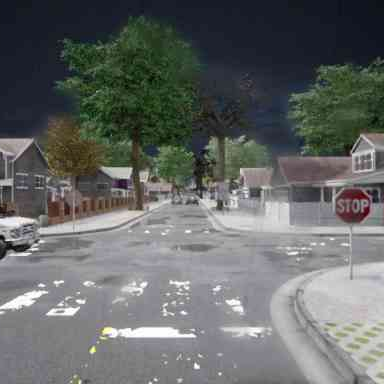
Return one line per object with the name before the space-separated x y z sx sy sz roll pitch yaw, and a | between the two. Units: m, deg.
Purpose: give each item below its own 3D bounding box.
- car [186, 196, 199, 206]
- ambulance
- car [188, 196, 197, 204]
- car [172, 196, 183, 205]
car | 0.039 1.385 57.330 2.097 1.767 4.553 0 0 0
ambulance | -8.870 1.076 11.790 6.366 2.431 2.351 0 0 0
car | 0.045 1.567 67.363 1.812 1.442 4.674 0 0 0
car | -2.709 1.528 61.116 2.128 1.511 4.902 0 0 0
